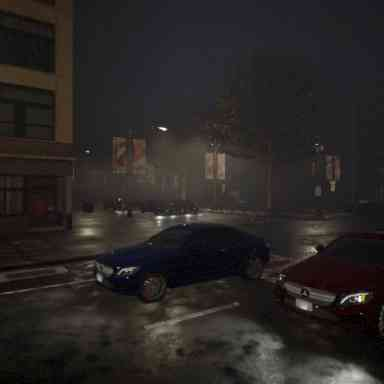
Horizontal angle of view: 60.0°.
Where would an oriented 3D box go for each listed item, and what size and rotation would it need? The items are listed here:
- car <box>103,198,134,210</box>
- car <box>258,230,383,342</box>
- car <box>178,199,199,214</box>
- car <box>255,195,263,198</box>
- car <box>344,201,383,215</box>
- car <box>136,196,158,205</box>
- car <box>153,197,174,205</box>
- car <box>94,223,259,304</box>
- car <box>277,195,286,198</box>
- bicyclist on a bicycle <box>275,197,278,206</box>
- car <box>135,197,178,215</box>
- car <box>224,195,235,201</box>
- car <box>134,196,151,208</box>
[{"bbox_3d":[-9.690,1.492,42.140,2.128,1.511,4.902,0,0,-35],"label":"car"},{"bbox_3d":[3.665,1.526,6.607,4.674,1.442,1.812,0,0,-35],"label":"car"},{"bbox_3d":[-1.135,1.505,36.211,1.837,1.490,4.892,0,0,-36],"label":"car"},{"bbox_3d":[17.443,1.463,83.143,1.895,1.301,4.718,0,0,-36],"label":"car"},{"bbox_3d":[17.555,1.547,31.731,5.357,1.411,2.033,0,0,38],"label":"car"},{"bbox_3d":[-8.189,1.478,59.840,1.882,1.535,5.008,0,0,-36],"label":"car"},{"bbox_3d":[-5.350,1.564,61.887,1.994,1.385,4.181,0,0,-36],"label":"car"},{"bbox_3d":[-0.024,1.526,8.278,4.674,1.442,1.812,0,0,-36],"label":"car"},{"bbox_3d":[18.280,1.320,69.211,2.002,1.452,4.674,0,0,-36],"label":"car"},{"bbox_3d":[12.513,1.301,50.585,1.656,1.620,0.582,0,0,-36],"label":"bicyclist on a bicycle"},{"bbox_3d":[-3.703,1.526,33.778,1.812,1.442,4.674,0,0,-35],"label":"car"},{"bbox_3d":[7.797,1.413,76.685,2.161,1.482,4.786,0,0,-36],"label":"car"},{"bbox_3d":[-6.980,1.601,44.366,1.895,1.301,4.718,0,0,-35],"label":"car"}]
